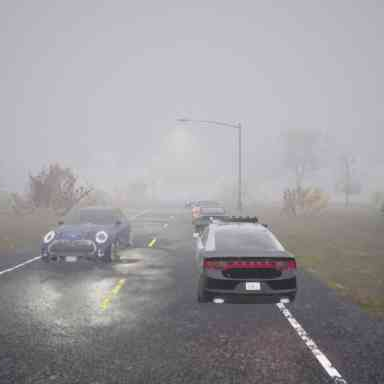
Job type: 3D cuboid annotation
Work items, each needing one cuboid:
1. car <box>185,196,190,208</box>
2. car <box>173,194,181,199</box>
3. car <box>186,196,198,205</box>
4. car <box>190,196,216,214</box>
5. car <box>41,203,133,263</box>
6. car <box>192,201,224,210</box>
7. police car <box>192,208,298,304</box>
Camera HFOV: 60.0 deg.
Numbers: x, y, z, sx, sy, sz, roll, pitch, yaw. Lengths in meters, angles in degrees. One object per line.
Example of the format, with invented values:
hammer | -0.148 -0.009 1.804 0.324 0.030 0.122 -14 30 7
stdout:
car | 0.049 1.525 45.469 1.895 1.301 4.718 0 0 0
car | -4.232 1.257 92.297 1.812 1.442 4.674 0 0 -2
car | 0.018 1.431 58.613 2.033 1.411 5.357 0 0 0
car | 1.060 1.324 24.190 2.097 1.767 4.553 0 0 0
car | -3.495 1.343 11.856 2.097 1.767 4.553 0 0 0
car | 1.057 1.488 18.218 1.837 1.490 4.892 0 0 0
police car | 1.053 1.419 8.327 1.930 1.638 5.238 0 0 0
